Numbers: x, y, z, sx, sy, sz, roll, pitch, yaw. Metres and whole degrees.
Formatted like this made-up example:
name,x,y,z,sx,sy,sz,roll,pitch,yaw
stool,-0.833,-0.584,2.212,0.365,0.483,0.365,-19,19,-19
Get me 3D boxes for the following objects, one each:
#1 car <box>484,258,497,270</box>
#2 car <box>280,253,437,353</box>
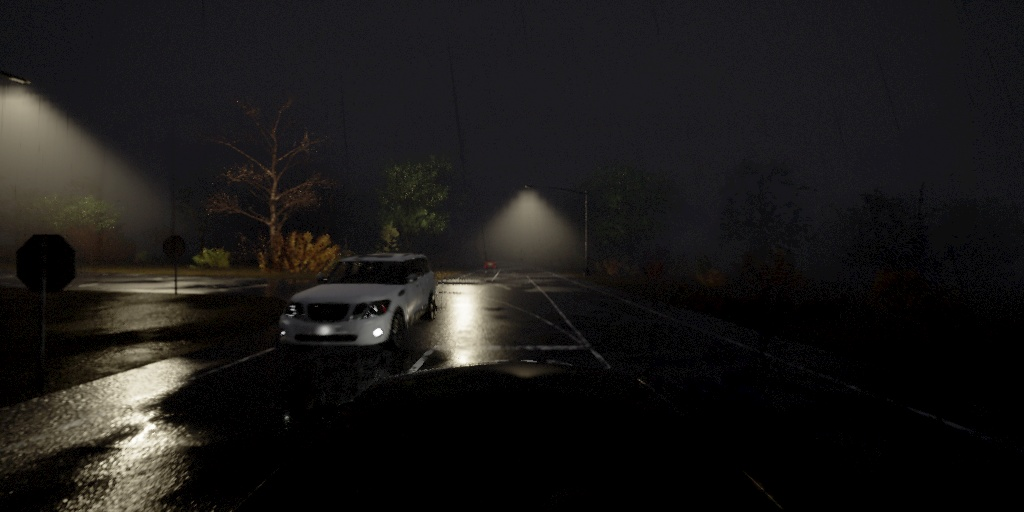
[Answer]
name,x,y,z,sx,sy,sz,roll,pitch,yaw
car,-3.825,1.434,64.684,2.150,2.045,5.566,0,0,-1
car,-3.491,0.965,9.440,2.150,2.045,5.566,0,2,0
